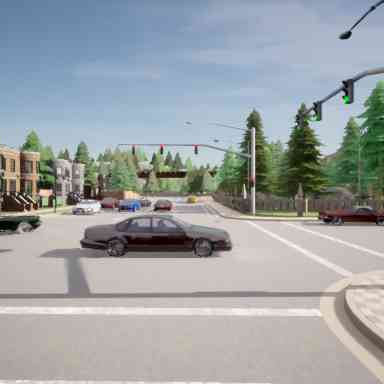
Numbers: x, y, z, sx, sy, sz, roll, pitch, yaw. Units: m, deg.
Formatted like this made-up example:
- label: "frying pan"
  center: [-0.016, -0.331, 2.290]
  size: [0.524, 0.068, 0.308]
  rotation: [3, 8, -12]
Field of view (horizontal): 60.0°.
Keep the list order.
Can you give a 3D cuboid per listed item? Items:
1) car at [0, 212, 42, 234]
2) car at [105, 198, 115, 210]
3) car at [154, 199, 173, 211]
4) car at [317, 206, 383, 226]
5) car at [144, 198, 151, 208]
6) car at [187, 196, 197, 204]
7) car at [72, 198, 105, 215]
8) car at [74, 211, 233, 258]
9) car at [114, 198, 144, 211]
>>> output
- label: "car"
  center: [-10.658, 1.601, 17.853]
  size: [4.718, 1.301, 1.895]
  rotation: [0, 0, -23]
- label: "car"
  center: [-10.658, 1.477, 43.033]
  size: [1.882, 1.535, 5.008]
  rotation: [0, 0, 0]
- label: "car"
  center: [-3.471, 1.564, 40.623]
  size: [1.994, 1.385, 4.181]
  rotation: [0, 0, 0]
- label: "car"
  center: [11.151, 1.601, 22.850]
  size: [4.718, 1.301, 1.895]
  rotation: [0, 0, 2]
- label: "car"
  center: [-7.146, 1.564, 48.306]
  size: [1.994, 1.385, 4.181]
  rotation: [0, 0, 0]
- label: "car"
  center: [-0.007, 1.477, 64.870]
  size: [1.882, 1.535, 5.008]
  rotation: [0, 0, 0]
- label: "car"
  center: [-10.652, 1.526, 33.980]
  size: [1.812, 1.442, 4.674]
  rotation: [0, 0, 0]
- label: "car"
  center: [-1.253, 1.547, 12.208]
  size: [5.357, 1.411, 2.033]
  rotation: [0, 0, 1]
- label: "car"
  center: [-7.158, 1.477, 38.319]
  size: [1.882, 1.535, 5.008]
  rotation: [0, 0, 0]
